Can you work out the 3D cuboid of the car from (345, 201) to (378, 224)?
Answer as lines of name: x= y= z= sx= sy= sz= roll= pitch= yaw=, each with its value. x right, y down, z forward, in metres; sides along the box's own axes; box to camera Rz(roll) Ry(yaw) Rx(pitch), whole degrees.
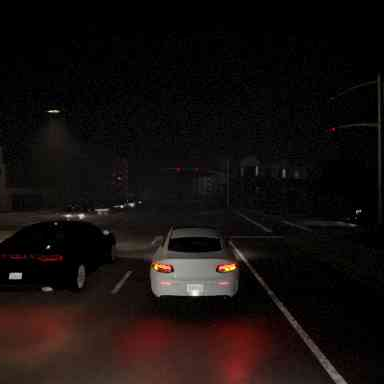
car: x=14.246 y=1.491 z=25.507 sx=4.553 sy=1.767 sz=2.097 roll=0 pitch=-1 yaw=0

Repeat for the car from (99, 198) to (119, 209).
car: x=-14.093 y=1.928 z=54.610 sx=2.128 sy=1.511 sz=4.902 roll=0 pitch=0 yaw=0

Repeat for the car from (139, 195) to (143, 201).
car: x=-14.009 y=1.538 z=86.639 sx=2.097 sy=1.767 sz=4.553 roll=0 pitch=0 yaw=0

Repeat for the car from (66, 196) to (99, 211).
car: x=-14.098 y=1.560 z=42.336 sx=2.150 sy=2.045 sz=5.566 roll=0 pitch=0 yaw=1

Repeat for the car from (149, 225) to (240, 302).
car: x=0.066 y=1.540 z=8.185 sx=1.812 sy=1.442 sz=4.674 roll=0 pitch=0 yaw=0

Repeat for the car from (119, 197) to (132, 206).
car: x=-14.023 y=1.916 z=66.077 sx=2.033 sy=1.411 sz=5.357 roll=0 pitch=1 yaw=0

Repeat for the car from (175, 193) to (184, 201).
car: x=-3.509 y=1.418 z=89.010 sx=2.150 sy=2.045 sz=5.566 roll=0 pitch=0 yaw=0

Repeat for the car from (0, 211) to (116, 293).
car: x=-3.430 y=1.498 z=8.971 sx=1.882 sy=1.535 sz=5.008 roll=0 pitch=0 yaw=0

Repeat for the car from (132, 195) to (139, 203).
car: x=-14.008 y=1.828 z=75.926 sx=1.895 sy=1.301 sz=4.718 roll=0 pitch=1 yaw=0

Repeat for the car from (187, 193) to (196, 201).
car: x=-0.009 y=1.414 z=89.313 sx=2.150 sy=2.045 sz=5.566 roll=0 pitch=-1 yaw=0
